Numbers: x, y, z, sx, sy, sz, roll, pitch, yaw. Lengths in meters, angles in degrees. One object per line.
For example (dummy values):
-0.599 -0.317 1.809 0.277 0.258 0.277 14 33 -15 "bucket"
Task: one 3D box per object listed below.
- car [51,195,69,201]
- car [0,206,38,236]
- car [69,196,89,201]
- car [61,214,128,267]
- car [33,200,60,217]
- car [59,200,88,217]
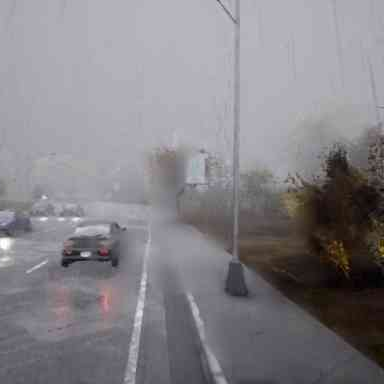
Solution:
-33.853 1.683 86.637 4.902 1.511 2.128 1 -1 36 "car"
-11.512 1.831 20.692 1.812 1.442 4.674 1 -1 -6 "car"
-29.223 1.761 87.395 5.008 1.535 1.882 1 -1 36 "car"
-3.436 1.755 12.287 1.812 1.442 4.674 1 -1 -6 "car"
-16.869 1.931 37.434 1.837 1.490 4.892 1 -1 -6 "car"
-13.317 1.992 37.118 1.812 1.442 4.674 1 -1 -6 "car"
